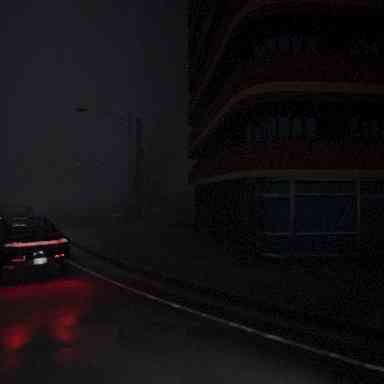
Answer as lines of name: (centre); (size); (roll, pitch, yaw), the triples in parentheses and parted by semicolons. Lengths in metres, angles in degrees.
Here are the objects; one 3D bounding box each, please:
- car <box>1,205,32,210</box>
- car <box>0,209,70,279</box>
car: (-9.592, 1.492, 18.346); (2.128, 1.511, 4.902); (0, 0, -22)
car: (-5.211, 1.490, 10.119); (2.128, 1.511, 4.902); (0, 0, -37)
